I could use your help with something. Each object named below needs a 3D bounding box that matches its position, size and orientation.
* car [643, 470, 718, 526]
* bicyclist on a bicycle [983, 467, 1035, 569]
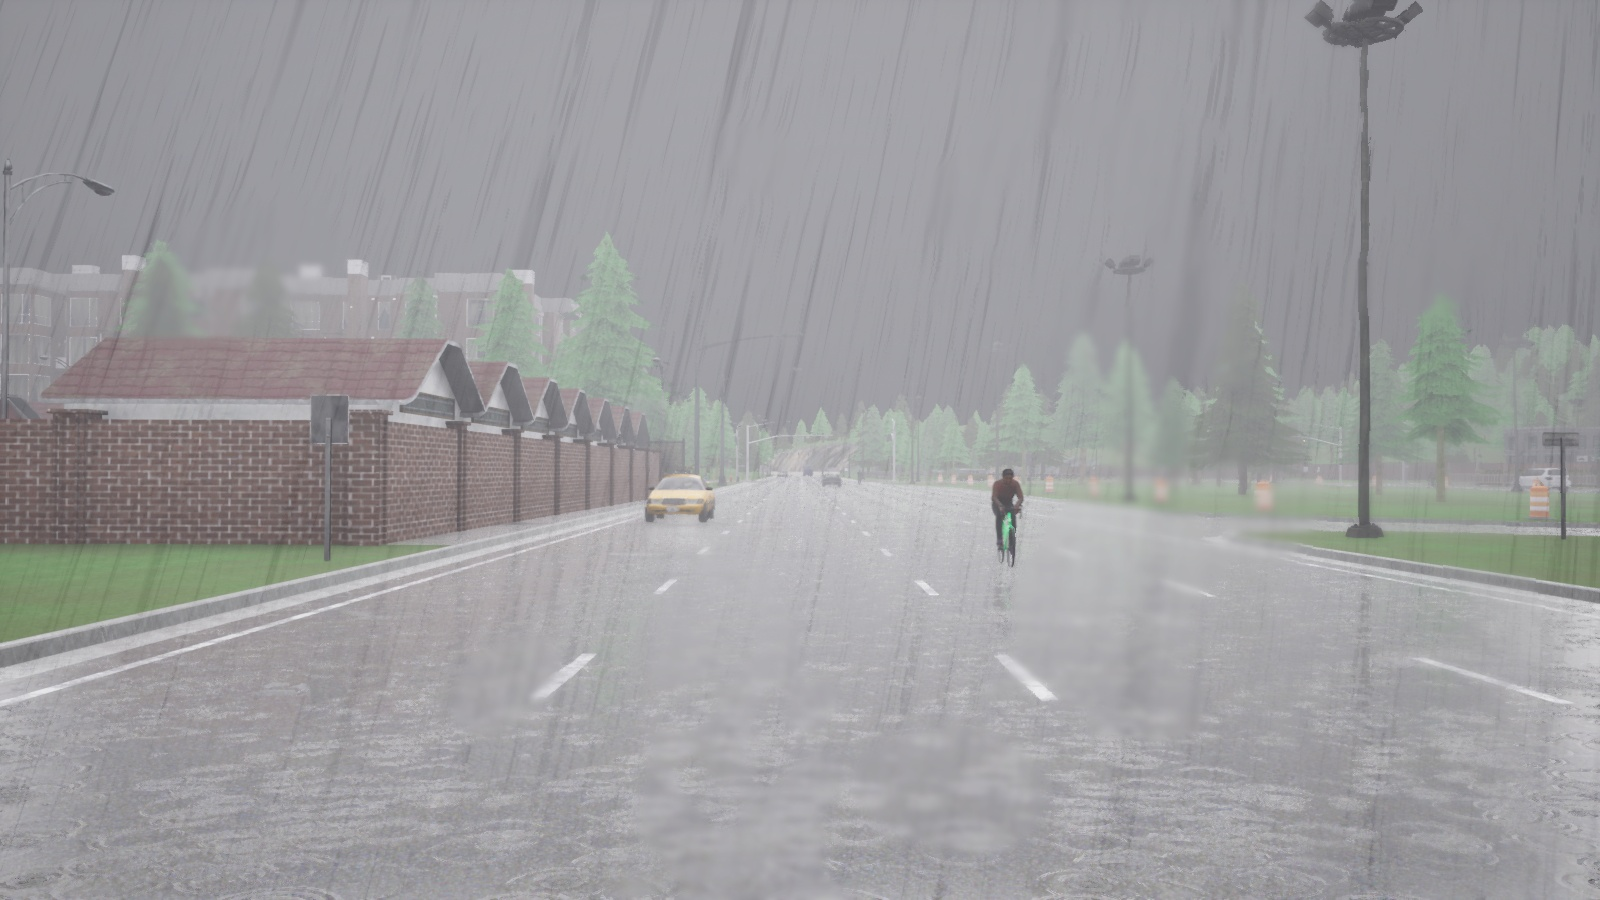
[{"bbox_3d":[-3.591,1.413,38.533,1.801,1.575,5.366,0,-1,0],"label":"car"},{"bbox_3d":[3.450,1.103,20.863,0.582,1.620,1.656,0,-1,0],"label":"bicyclist on a bicycle"}]
